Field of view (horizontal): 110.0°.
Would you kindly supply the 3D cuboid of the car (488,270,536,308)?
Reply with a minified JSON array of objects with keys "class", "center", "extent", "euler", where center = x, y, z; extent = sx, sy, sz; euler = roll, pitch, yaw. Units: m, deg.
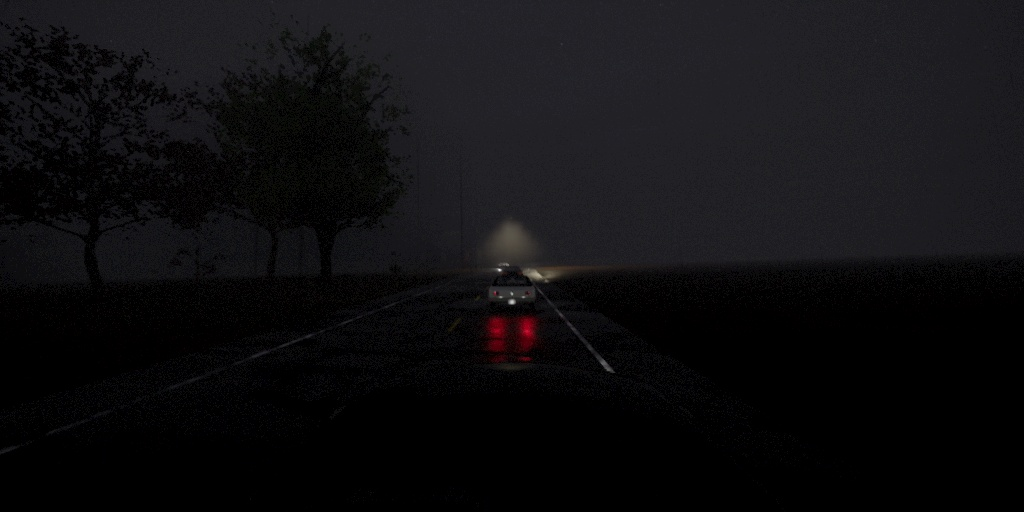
[{"class":"car","center":[0.004,1.488,15.959],"extent":[1.895,1.301,4.718],"euler":[0,-1,0]}]

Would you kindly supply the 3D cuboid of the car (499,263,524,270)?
[{"class":"car","center":[0.077,1.564,31.208],"extent":[1.812,1.442,4.674],"euler":[0,0,1]}]
